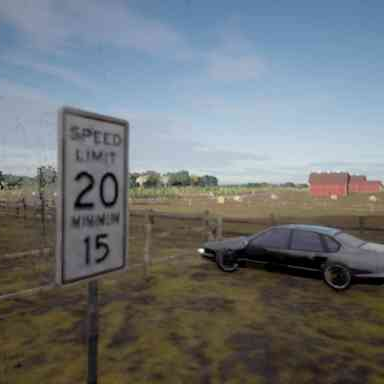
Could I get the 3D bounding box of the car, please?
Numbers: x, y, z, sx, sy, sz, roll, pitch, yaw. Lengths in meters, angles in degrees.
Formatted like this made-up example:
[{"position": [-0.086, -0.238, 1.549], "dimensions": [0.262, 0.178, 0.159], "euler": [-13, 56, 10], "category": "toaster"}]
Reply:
[{"position": [2.831, 1.616, 9.212], "dimensions": [5.357, 1.411, 2.033], "euler": [1, -1, 37], "category": "car"}]
